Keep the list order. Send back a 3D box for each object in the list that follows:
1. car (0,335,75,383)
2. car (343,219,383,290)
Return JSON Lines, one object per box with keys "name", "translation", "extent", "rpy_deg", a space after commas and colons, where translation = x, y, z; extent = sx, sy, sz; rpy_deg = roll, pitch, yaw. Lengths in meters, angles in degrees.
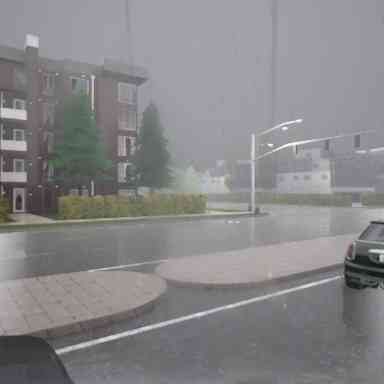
{"name": "car", "translation": [-3.234, 1.544, 1.442], "extent": [5.357, 1.411, 2.033], "rpy_deg": [0, 0, -35]}
{"name": "car", "translation": [5.647, 1.369, 7.897], "extent": [4.553, 1.767, 2.097], "rpy_deg": [0, 0, -35]}
